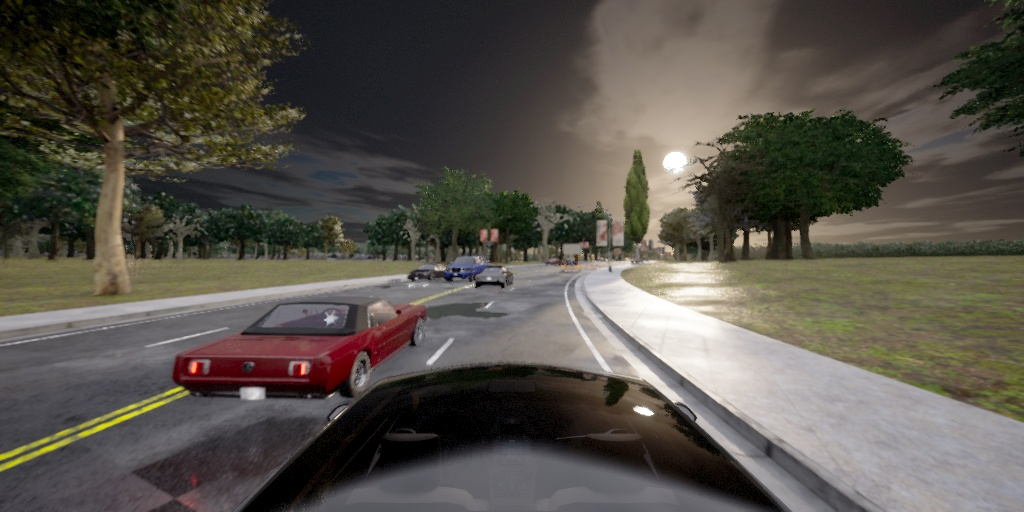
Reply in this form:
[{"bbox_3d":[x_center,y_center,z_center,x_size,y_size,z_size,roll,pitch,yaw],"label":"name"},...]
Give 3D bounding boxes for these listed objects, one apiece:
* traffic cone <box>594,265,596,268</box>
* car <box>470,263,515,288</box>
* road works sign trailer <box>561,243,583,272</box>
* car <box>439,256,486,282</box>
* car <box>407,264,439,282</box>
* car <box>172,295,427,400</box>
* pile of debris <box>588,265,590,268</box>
[{"bbox_3d":[13.169,1.573,56.802,0.340,0.580,0.340,0,0,22],"label":"traffic cone"},{"bbox_3d":[-1.072,1.348,23.934,1.994,1.385,4.181,0,0,10],"label":"car"},{"bbox_3d":[7.619,0.163,45.026,2.380,3.560,2.880,0,0,23],"label":"road works sign trailer"},{"bbox_3d":[-3.592,1.006,29.266,2.150,2.045,5.566,0,0,12],"label":"car"},{"bbox_3d":[-6.761,1.336,30.037,2.033,1.411,5.357,0,0,12],"label":"car"},{"bbox_3d":[-2.991,1.354,6.473,1.895,1.301,4.718,0,0,2],"label":"car"},{"bbox_3d":[10.301,1.822,51.485,1.860,0.140,1.500,0,0,23],"label":"pile of debris"}]
